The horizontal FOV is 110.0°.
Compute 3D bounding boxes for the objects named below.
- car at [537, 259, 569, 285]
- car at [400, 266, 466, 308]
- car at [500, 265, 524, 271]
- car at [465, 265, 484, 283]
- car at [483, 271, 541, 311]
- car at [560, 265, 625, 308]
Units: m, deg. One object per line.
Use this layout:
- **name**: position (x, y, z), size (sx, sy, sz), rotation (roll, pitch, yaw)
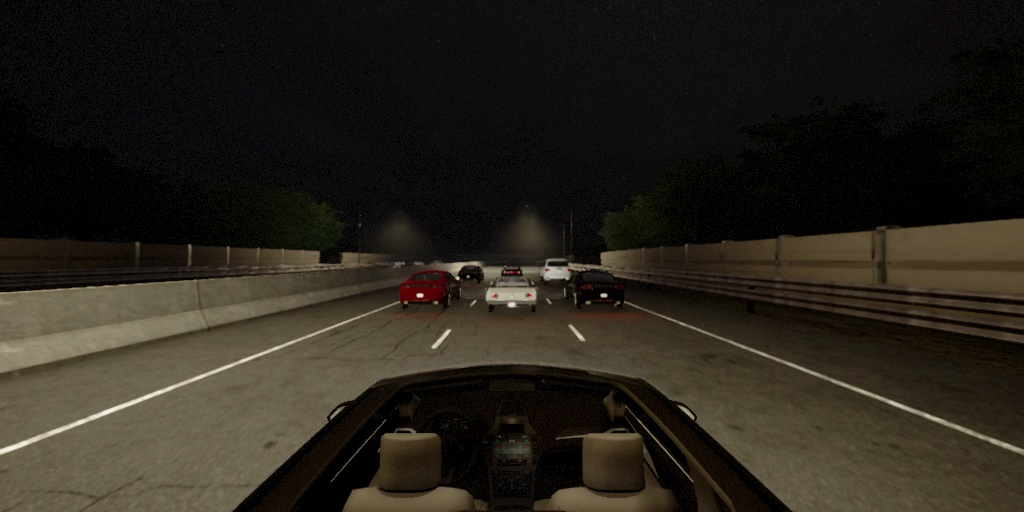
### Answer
- **car**: position (3.495, 1.245, 29.435), size (2.150, 2.045, 5.566), rotation (0, 0, 0)
- **car**: position (-3.483, 1.368, 16.101), size (1.882, 1.535, 5.008), rotation (0, 0, 0)
- **car**: position (0.004, 1.521, 30.354), size (2.128, 1.511, 4.902), rotation (0, 0, 0)
- **car**: position (-3.490, 1.513, 31.102), size (1.882, 1.535, 5.008), rotation (0, 0, 0)
- **car**: position (0.008, 1.482, 15.082), size (1.895, 1.301, 4.718), rotation (0, -1, 0)
- **car**: position (3.518, 1.368, 16.091), size (1.882, 1.535, 5.008), rotation (0, 0, 0)
